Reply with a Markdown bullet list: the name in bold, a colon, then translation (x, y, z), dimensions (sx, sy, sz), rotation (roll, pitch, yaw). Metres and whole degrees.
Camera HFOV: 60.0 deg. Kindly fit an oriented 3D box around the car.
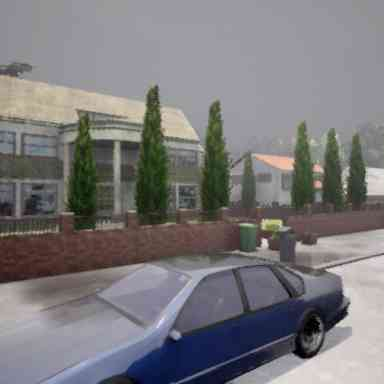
- **car**: translation (0.077, 1.617, 4.532), dimensions (5.357, 1.411, 2.033), rotation (0, -1, -37)
